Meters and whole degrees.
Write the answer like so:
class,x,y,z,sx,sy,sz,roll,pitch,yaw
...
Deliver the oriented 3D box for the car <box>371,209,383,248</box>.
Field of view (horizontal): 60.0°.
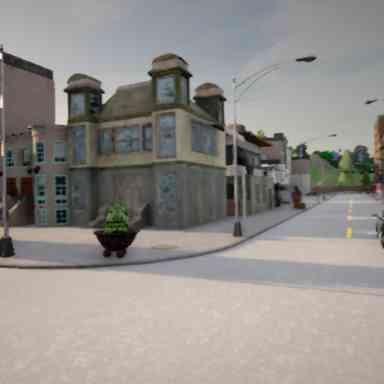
class,x,y,z,sx,sy,sz,roll,pitch,yaw
car,8.395,1.293,13.162,1.837,1.490,4.892,-1,0,26
